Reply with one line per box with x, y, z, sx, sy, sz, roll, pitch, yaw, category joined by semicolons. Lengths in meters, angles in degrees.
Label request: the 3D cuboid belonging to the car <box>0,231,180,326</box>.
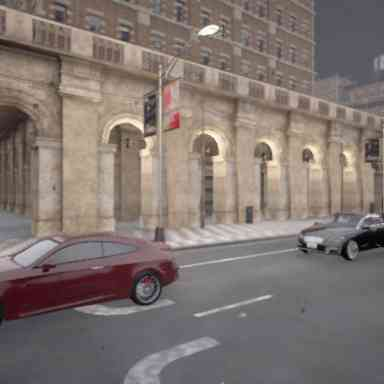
-2.433;1.542;6.599;4.674;1.442;1.812;0;0;-35;car

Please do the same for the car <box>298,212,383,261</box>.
6.043;1.547;12.675;4.902;1.511;2.128;0;0;-36;car
